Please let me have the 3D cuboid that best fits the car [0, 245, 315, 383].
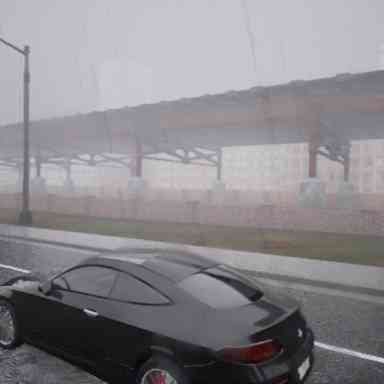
[{"bbox_3d":[-0.825,1.474,4.473,4.674,1.442,1.812,0,1,34],"label":"car"}]
